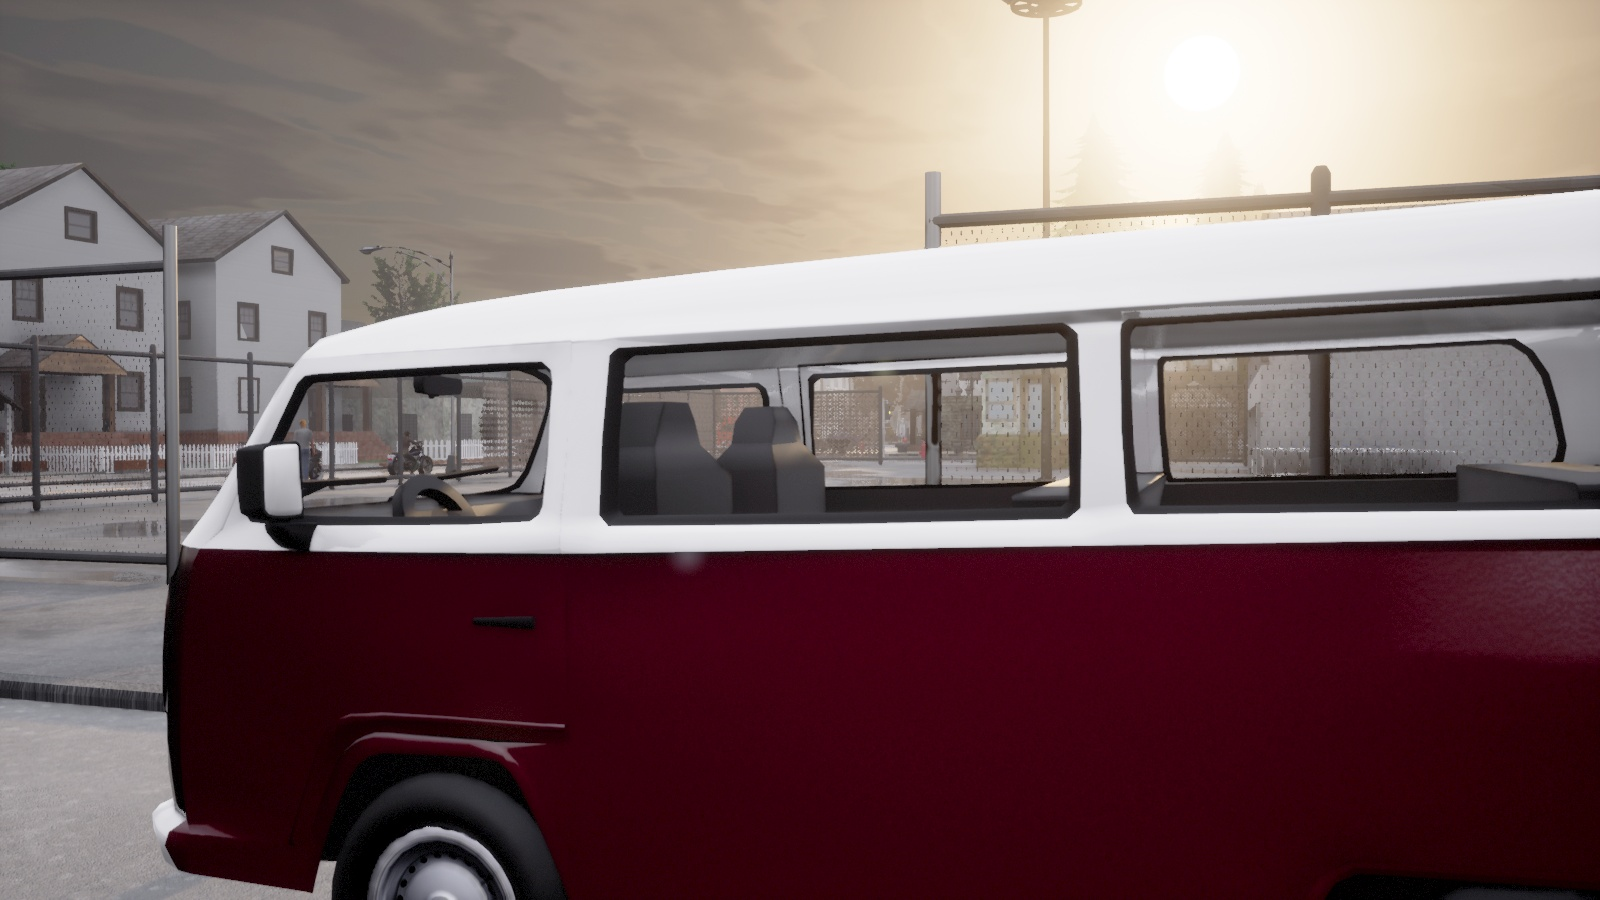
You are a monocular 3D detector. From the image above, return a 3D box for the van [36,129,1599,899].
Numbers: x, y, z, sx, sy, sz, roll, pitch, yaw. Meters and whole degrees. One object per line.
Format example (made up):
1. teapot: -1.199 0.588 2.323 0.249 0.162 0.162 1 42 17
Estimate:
1. van: 0.472 0.482 3.561 4.480 2.038 2.069 -1 0 19
